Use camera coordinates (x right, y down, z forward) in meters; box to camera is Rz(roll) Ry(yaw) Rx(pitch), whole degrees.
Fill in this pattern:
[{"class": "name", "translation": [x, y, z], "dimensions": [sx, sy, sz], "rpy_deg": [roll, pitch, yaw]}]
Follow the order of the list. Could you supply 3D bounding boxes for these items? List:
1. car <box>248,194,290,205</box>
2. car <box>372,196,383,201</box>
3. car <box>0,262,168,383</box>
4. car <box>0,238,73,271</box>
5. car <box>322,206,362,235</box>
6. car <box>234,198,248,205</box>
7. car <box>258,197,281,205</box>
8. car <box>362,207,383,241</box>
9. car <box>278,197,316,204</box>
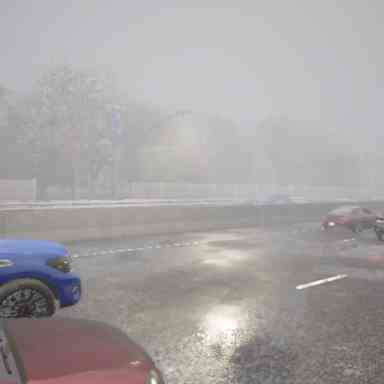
[{"class": "car", "translation": [10.055, 1.244, 41.236], "dimensions": [5.566, 2.045, 2.150], "rpy_deg": [0, 0, -35]}, {"class": "car", "translation": [36.746, 1.503, 64.474], "dimensions": [5.008, 1.535, 1.882], "rpy_deg": [0, 0, -35]}, {"class": "car", "translation": [-2.175, 1.564, 2.196], "dimensions": [4.181, 1.385, 1.994], "rpy_deg": [0, 0, -35]}, {"class": "car", "translation": [-4.544, 1.221, 4.807], "dimensions": [5.566, 2.045, 2.150], "rpy_deg": [0, 0, -36]}, {"class": "car", "translation": [9.285, 1.530, 18.971], "dimensions": [4.674, 1.442, 1.812], "rpy_deg": [0, 0, -35]}, {"class": "car", "translation": [7.697, 1.526, 43.853], "dimensions": [4.892, 1.490, 1.837], "rpy_deg": [1, 0, -35]}, {"class": "car", "translation": [10.242, 1.564, 37.081], "dimensions": [5.357, 1.411, 2.033], "rpy_deg": [0, 0, -35]}, {"class": "car", "translation": [10.309, 1.495, 15.399], "dimensions": [4.902, 1.511, 2.128], "rpy_deg": [0, 0, -36]}, {"class": "car", "translation": [11.225, 1.540, 33.485], "dimensions": [4.674, 1.442, 1.812], "rpy_deg": [0, 0, -35]}]
